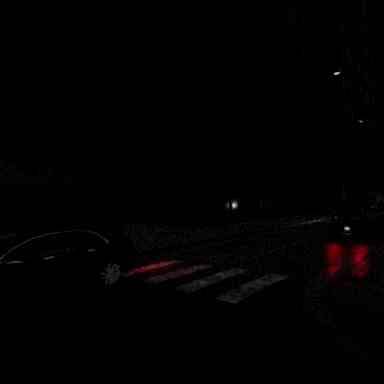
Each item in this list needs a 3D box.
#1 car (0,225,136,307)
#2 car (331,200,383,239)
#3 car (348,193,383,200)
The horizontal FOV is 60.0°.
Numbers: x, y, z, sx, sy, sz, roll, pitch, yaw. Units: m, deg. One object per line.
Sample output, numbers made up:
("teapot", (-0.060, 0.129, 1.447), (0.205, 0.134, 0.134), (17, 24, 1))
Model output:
("car", (-3.497, 1.560, 7.334), (1.837, 1.490, 4.892), (-2, -1, 41))
("car", (8.458, 1.371, 16.531), (2.128, 1.511, 4.902), (-2, -1, 41))
("car", (14.889, 1.104, 28.377), (2.150, 2.045, 5.566), (-2, -1, 41))
